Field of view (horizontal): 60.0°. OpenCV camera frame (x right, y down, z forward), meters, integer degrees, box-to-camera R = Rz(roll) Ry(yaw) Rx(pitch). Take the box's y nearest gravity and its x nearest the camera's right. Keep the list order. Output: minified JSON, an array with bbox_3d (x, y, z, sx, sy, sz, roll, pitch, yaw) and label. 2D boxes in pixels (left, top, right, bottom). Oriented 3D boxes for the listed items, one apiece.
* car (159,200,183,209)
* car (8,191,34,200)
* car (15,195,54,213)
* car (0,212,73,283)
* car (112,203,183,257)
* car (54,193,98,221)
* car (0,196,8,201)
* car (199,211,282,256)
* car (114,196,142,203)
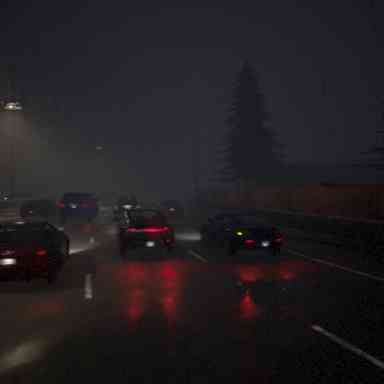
[{"bbox_3d":[-1.947,1.371,28.699,1.994,1.385,4.181,0,0,-10],"label":"car"},{"bbox_3d":[-25.104,0.868,48.828,2.150,2.045,5.566,0,0,-1],"label":"car"},{"bbox_3d":[-12.318,1.283,27.074,1.882,1.535,5.008,0,1,-10],"label":"car"},{"bbox_3d":[-4.602,1.496,9.266,1.994,1.385,4.181,0,0,-16],"label":"car"},{"bbox_3d":[-1.934,1.403,12.722,2.128,1.511,4.902,0,0,-15],"label":"car"},{"bbox_3d":[-8.426,1.048,25.017,2.150,2.045,5.566,0,1,-10],"label":"car"},{"bbox_3d":[-28.533,1.161,46.894,1.837,1.490,4.892,0,0,-2],"label":"car"},{"bbox_3d":[1.694,1.443,12.718,1.812,1.442,4.674,0,0,-16],"label":"car"},{"bbox_3d":[-5.103,1.169,26.428,2.097,1.767,4.553,0,0,-10],"label":"car"}]
